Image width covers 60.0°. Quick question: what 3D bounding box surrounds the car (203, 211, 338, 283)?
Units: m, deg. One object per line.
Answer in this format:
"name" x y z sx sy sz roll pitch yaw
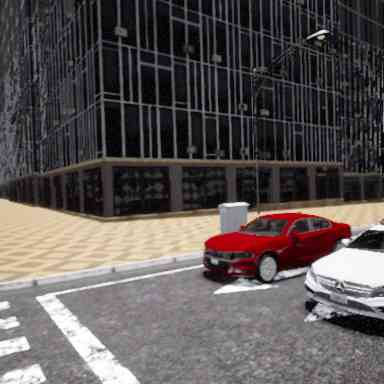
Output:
"car" 2.581 1.357 9.502 5.008 1.535 1.882 -2 1 -35

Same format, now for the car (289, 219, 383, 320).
"car" 4.267 1.396 6.713 4.674 1.442 1.812 -2 1 -35
